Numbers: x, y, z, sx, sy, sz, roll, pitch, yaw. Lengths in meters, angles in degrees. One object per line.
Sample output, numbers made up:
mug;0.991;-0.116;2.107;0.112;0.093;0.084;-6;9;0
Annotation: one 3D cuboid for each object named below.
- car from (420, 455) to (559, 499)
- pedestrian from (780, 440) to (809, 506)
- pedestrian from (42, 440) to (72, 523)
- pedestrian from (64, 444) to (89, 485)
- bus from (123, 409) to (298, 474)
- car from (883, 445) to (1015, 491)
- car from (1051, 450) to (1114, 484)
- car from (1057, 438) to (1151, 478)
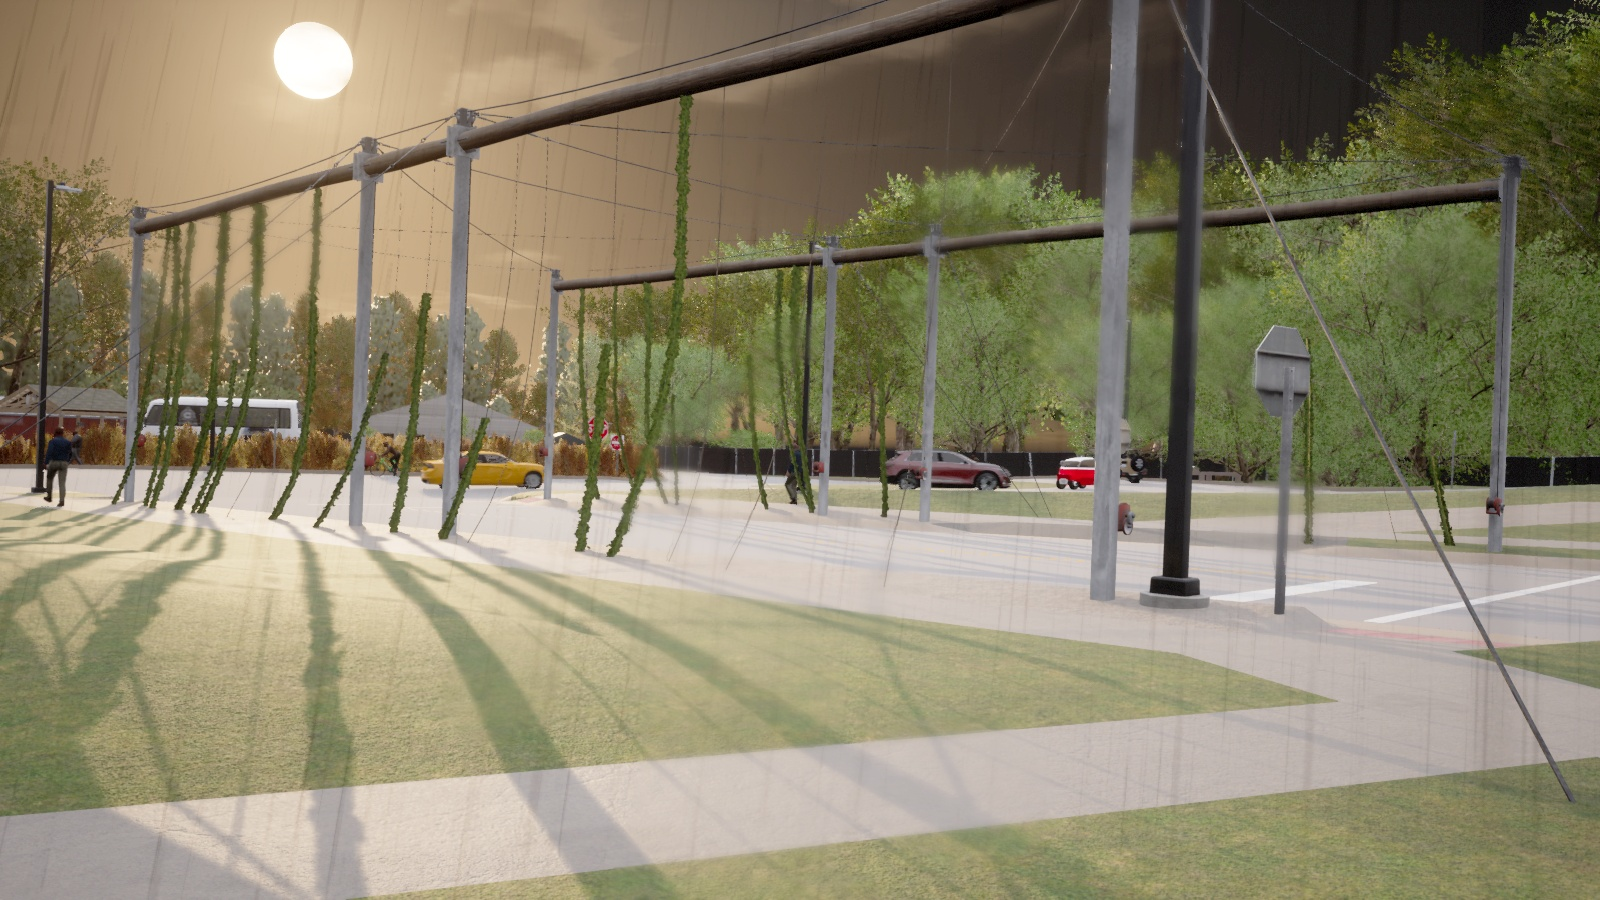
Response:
car;-12.234;1.047;49.514;5.008;1.535;1.882;-1;1;-25
pedestrian;-0.149;0.643;35.871;0.726;1.842;0.402;1;0;43
pedestrian;-16.665;0.696;28.176;0.726;1.835;0.370;1;0;44
pedestrian;-33.667;0.671;58.420;0.849;1.883;0.563;1;0;-9
bus;-39.838;-0.563;85.305;10.273;4.253;3.944;0;1;-16
car;5.620;0.657;47.476;4.856;1.649;2.033;0;1;7
car;12.078;0.728;53.690;2.207;1.376;1.481;-1;0;-34
car;14.964;0.402;62.062;1.932;1.855;4.605;-2;0;-28
